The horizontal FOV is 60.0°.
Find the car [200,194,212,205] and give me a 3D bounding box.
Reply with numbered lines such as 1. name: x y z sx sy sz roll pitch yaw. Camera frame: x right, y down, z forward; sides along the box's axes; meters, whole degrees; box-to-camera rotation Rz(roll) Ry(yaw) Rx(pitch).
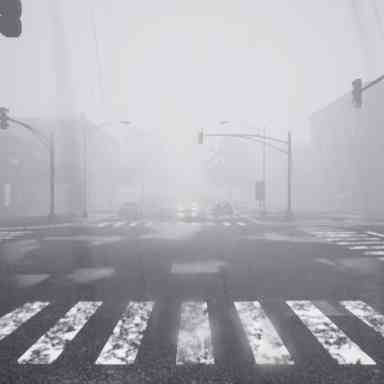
1. car: 2.918 1.527 58.114 2.008 1.369 4.403 -1 0 0

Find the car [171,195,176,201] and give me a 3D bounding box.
1. car: -5.375 1.533 80.332 1.947 1.339 4.313 0 0 0

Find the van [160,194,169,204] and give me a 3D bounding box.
1. van: -5.465 1.318 58.147 1.690 1.788 3.998 0 0 0

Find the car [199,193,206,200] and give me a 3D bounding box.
1. car: 2.984 1.535 74.753 1.947 1.339 4.313 -1 0 0

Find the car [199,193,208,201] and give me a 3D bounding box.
1. car: 3.026 1.279 85.845 2.192 1.841 5.009 -1 0 0

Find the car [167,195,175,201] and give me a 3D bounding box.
1. car: -5.352 1.509 85.879 1.887 1.381 4.507 0 0 0

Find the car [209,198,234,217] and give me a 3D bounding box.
1. car: 2.808 1.514 30.553 1.752 1.417 4.829 -1 0 0

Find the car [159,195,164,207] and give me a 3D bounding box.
1. car: -5.507 1.526 47.055 1.887 1.381 4.507 0 0 0

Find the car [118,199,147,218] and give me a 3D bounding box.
1. car: -5.572 1.570 30.416 1.802 1.307 4.206 0 0 0

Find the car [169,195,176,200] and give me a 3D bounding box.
1. car: -5.331 1.543 91.425 1.802 1.307 4.206 0 0 0

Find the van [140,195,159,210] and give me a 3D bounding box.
1. van: -5.530 1.325 41.508 1.690 1.788 3.998 0 0 0

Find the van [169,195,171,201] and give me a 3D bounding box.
1. van: -5.442 1.315 63.693 1.690 1.788 3.998 0 0 0
